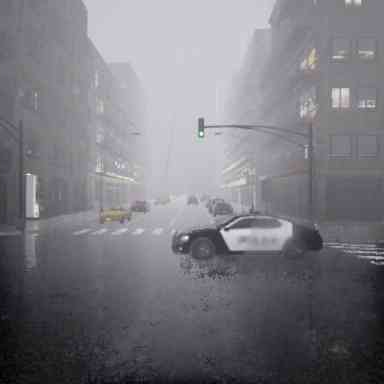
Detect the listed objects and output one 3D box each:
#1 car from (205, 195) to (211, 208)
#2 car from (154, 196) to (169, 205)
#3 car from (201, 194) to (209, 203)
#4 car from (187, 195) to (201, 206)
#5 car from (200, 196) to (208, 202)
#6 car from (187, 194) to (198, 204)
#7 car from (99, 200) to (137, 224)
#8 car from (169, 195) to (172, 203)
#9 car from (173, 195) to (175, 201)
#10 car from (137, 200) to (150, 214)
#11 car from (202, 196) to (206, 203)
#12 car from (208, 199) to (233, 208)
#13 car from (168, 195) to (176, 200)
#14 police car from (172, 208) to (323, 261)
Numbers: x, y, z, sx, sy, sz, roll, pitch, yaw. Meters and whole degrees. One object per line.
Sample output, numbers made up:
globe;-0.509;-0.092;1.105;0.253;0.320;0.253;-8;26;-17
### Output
car;2.773;1.445;36.075;1.967;1.590;4.097;1;0;0
car;-5.565;1.536;58.030;1.752;1.417;4.829;1;0;0
car;2.840;1.329;69.217;2.192;1.841;5.009;1;0;0
car;0.116;1.515;56.401;1.837;1.490;4.892;0;0;0
car;2.860;1.585;80.263;1.947;1.339;4.313;1;0;0
car;0.135;1.366;66.794;2.097;1.767;4.553;0;0;0
car;-5.631;1.528;24.889;1.752;1.417;4.829;1;0;0
car;-5.554;1.563;63.723;2.008;1.369;4.403;1;0;0
car;-5.510;1.547;85.646;1.752;1.417;4.829;1;0;0
car;-5.609;1.549;36.106;1.887;1.381;4.507;1;0;0
car;2.793;1.589;47.122;1.802;1.307;4.206;1;0;0
car;2.761;1.548;30.552;1.887;1.381;4.507;1;0;0
car;-5.499;1.575;91.340;2.008;1.369;4.403;1;0;0
police car;1.840;1.482;11.734;4.974;1.542;2.038;0;0;0
